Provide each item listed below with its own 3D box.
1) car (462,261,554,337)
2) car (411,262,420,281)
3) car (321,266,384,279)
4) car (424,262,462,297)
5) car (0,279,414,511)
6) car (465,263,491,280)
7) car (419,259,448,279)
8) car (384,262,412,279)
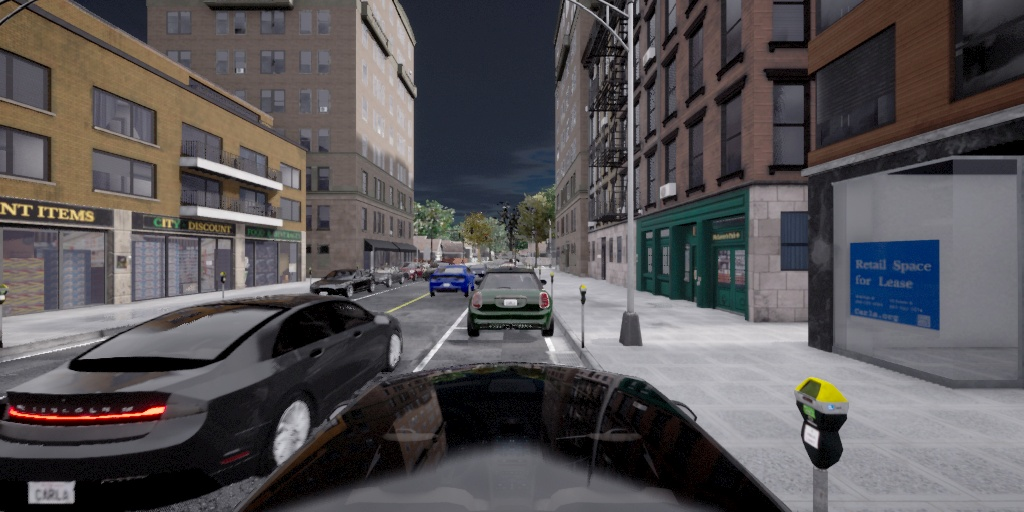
[{"bbox_3d":[-0.033,1.103,10.470,2.097,1.767,4.553,0,0,0],"label":"car"},{"bbox_3d":[-8.408,1.195,29.238,1.967,1.591,4.097,0,0,0],"label":"car"},{"bbox_3d":[-8.408,1.316,18.201,1.948,1.339,4.313,0,0,0],"label":"car"},{"bbox_3d":[-3.024,1.229,19.018,1.882,1.535,5.008,0,-1,0],"label":"car"},{"bbox_3d":[-2.927,1.255,4.704,1.837,1.490,4.892,0,0,0],"label":"car"},{"bbox_3d":[-2.928,1.358,31.966,1.895,1.301,4.718,0,0,0],"label":"car"},{"bbox_3d":[-5.868,1.260,29.396,1.837,1.490,4.892,0,0,0],"label":"car"},{"bbox_3d":[-8.408,1.303,23.719,2.007,1.370,4.403,0,0,0],"label":"car"}]
